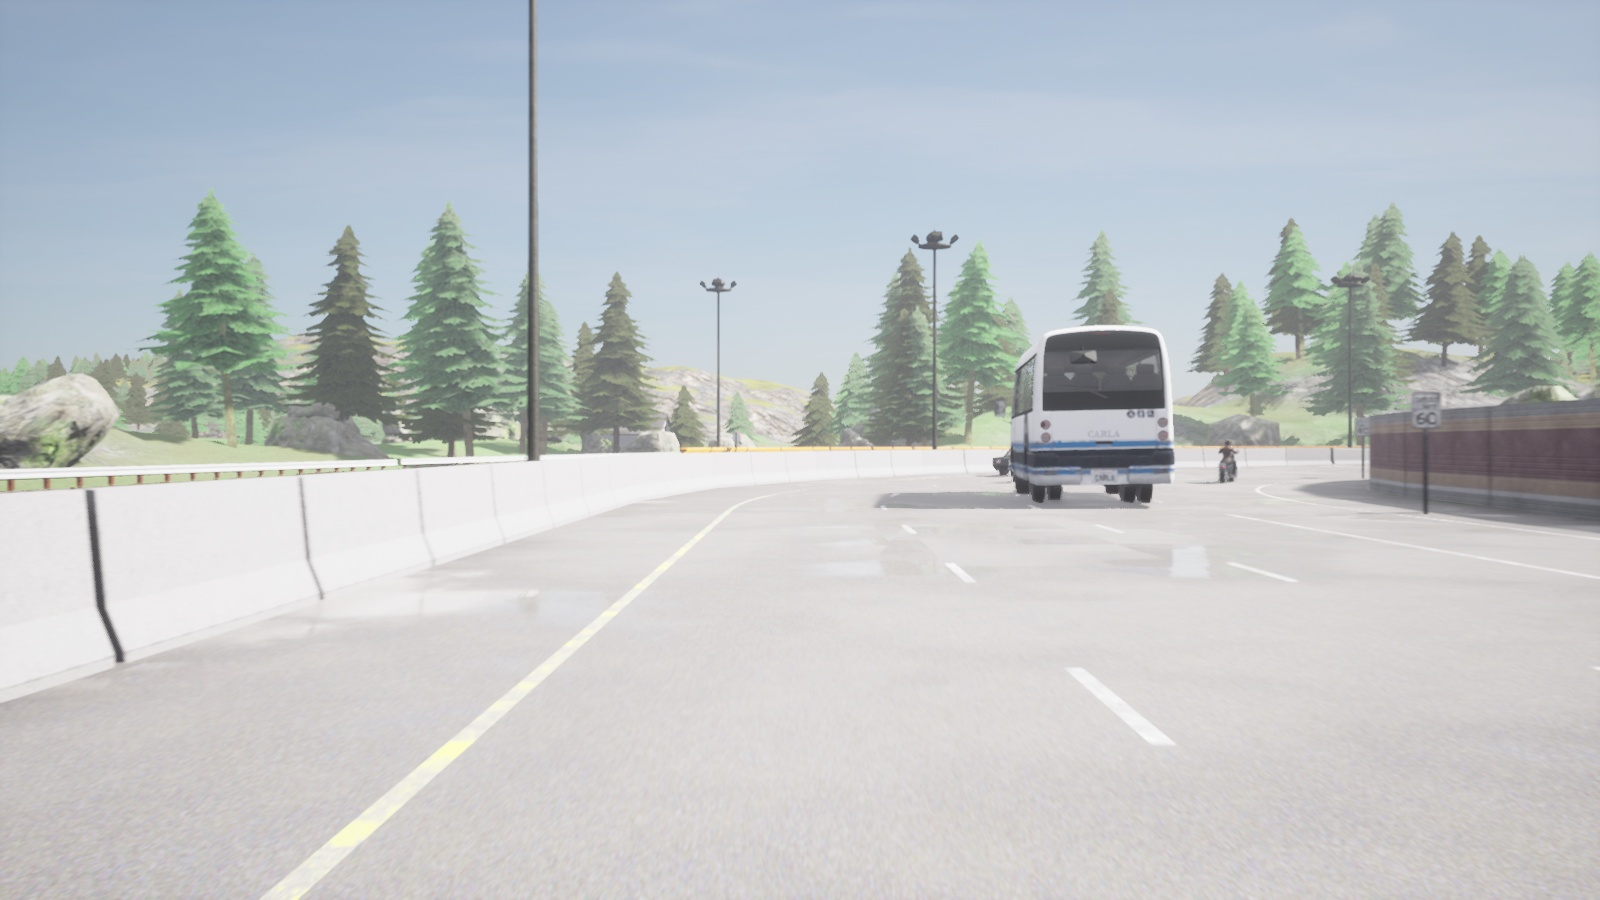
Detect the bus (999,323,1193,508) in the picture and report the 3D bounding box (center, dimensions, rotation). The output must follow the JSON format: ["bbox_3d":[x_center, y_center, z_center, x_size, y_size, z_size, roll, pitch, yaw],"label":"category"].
[{"bbox_3d":[7.701,-0.810,34.433,3.944,4.253,10.273,-1,0,7],"label":"bus"}]

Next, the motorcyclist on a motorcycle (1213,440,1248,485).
[{"bbox_3d":[16.246,0.452,47.332,0.766,1.649,2.350,1,1,30],"label":"motorcyclist on a motorcycle"}]

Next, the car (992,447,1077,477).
[{"bbox_3d":[10.876,0.535,57.969,1.895,1.301,4.718,0,0,38],"label":"car"}]
